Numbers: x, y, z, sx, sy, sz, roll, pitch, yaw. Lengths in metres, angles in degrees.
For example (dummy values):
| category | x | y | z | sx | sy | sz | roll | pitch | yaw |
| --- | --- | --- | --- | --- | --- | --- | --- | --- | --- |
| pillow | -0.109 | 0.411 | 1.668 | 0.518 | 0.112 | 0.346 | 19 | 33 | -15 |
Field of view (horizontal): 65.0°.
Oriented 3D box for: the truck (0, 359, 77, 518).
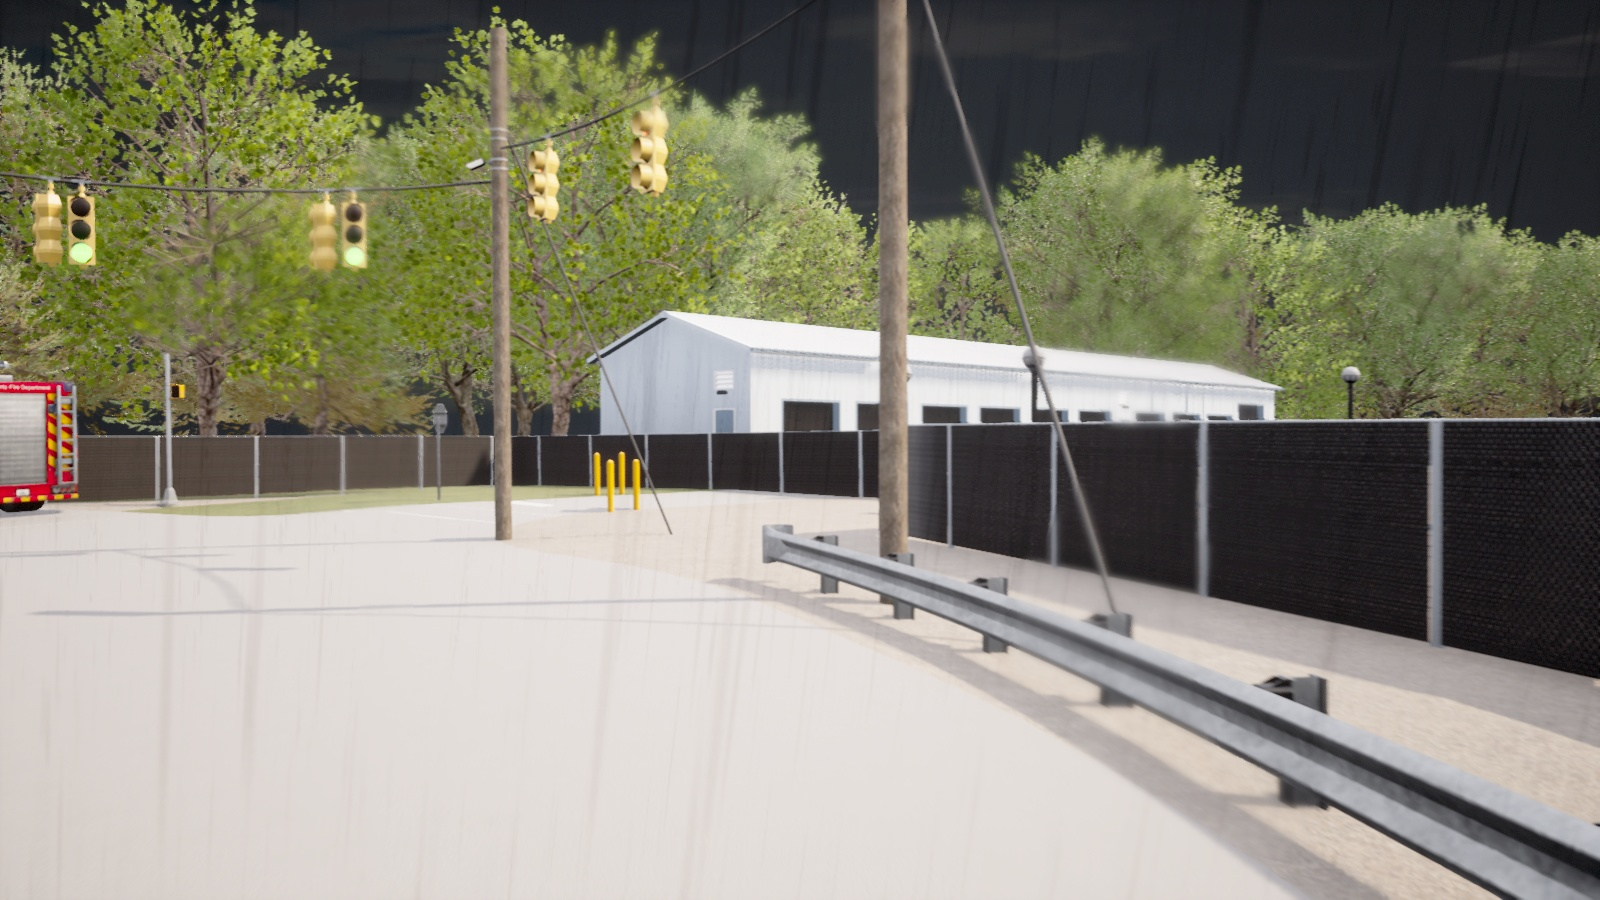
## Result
| category | x | y | z | sx | sy | sz | roll | pitch | yaw |
| --- | --- | --- | --- | --- | --- | --- | --- | --- | --- |
| truck | -22.887 | -0.390 | 32.484 | 8.468 | 3.827 | 2.891 | 1 | 2 | 25 |
